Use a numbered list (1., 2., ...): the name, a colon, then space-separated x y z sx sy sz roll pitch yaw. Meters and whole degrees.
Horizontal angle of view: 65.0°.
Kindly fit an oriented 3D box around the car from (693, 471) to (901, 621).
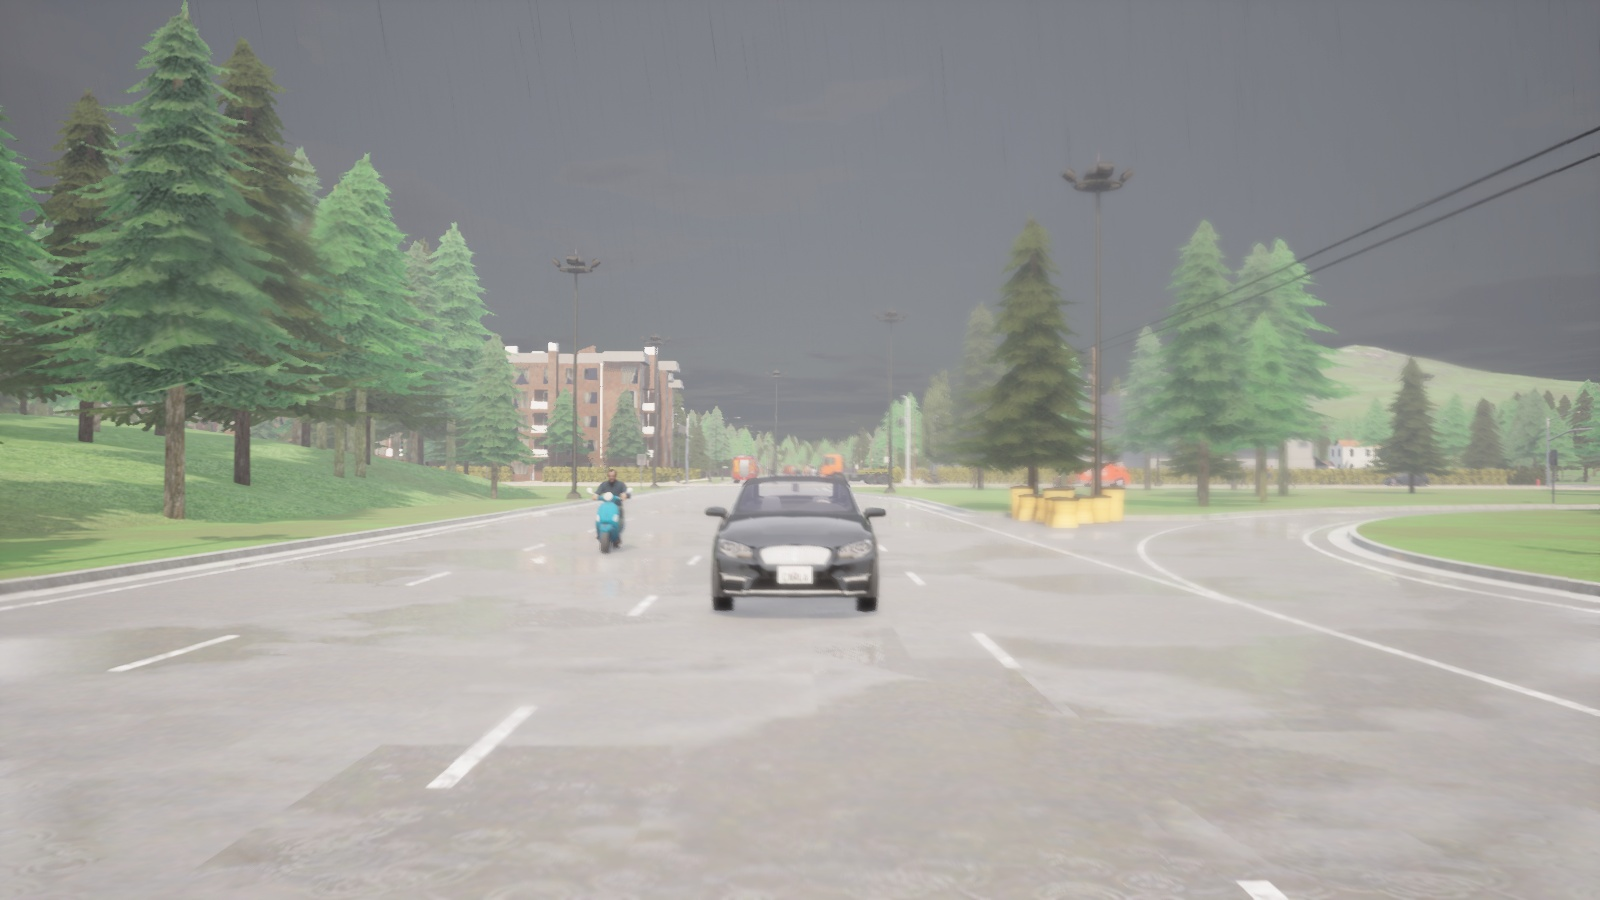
1. car: -0.038 1.028 15.379 2.128 1.511 4.902 0 -1 0

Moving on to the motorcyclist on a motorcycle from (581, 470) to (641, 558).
1. motorcyclist on a motorcycle: -3.563 1.182 23.782 0.866 1.590 1.817 0 -1 0
